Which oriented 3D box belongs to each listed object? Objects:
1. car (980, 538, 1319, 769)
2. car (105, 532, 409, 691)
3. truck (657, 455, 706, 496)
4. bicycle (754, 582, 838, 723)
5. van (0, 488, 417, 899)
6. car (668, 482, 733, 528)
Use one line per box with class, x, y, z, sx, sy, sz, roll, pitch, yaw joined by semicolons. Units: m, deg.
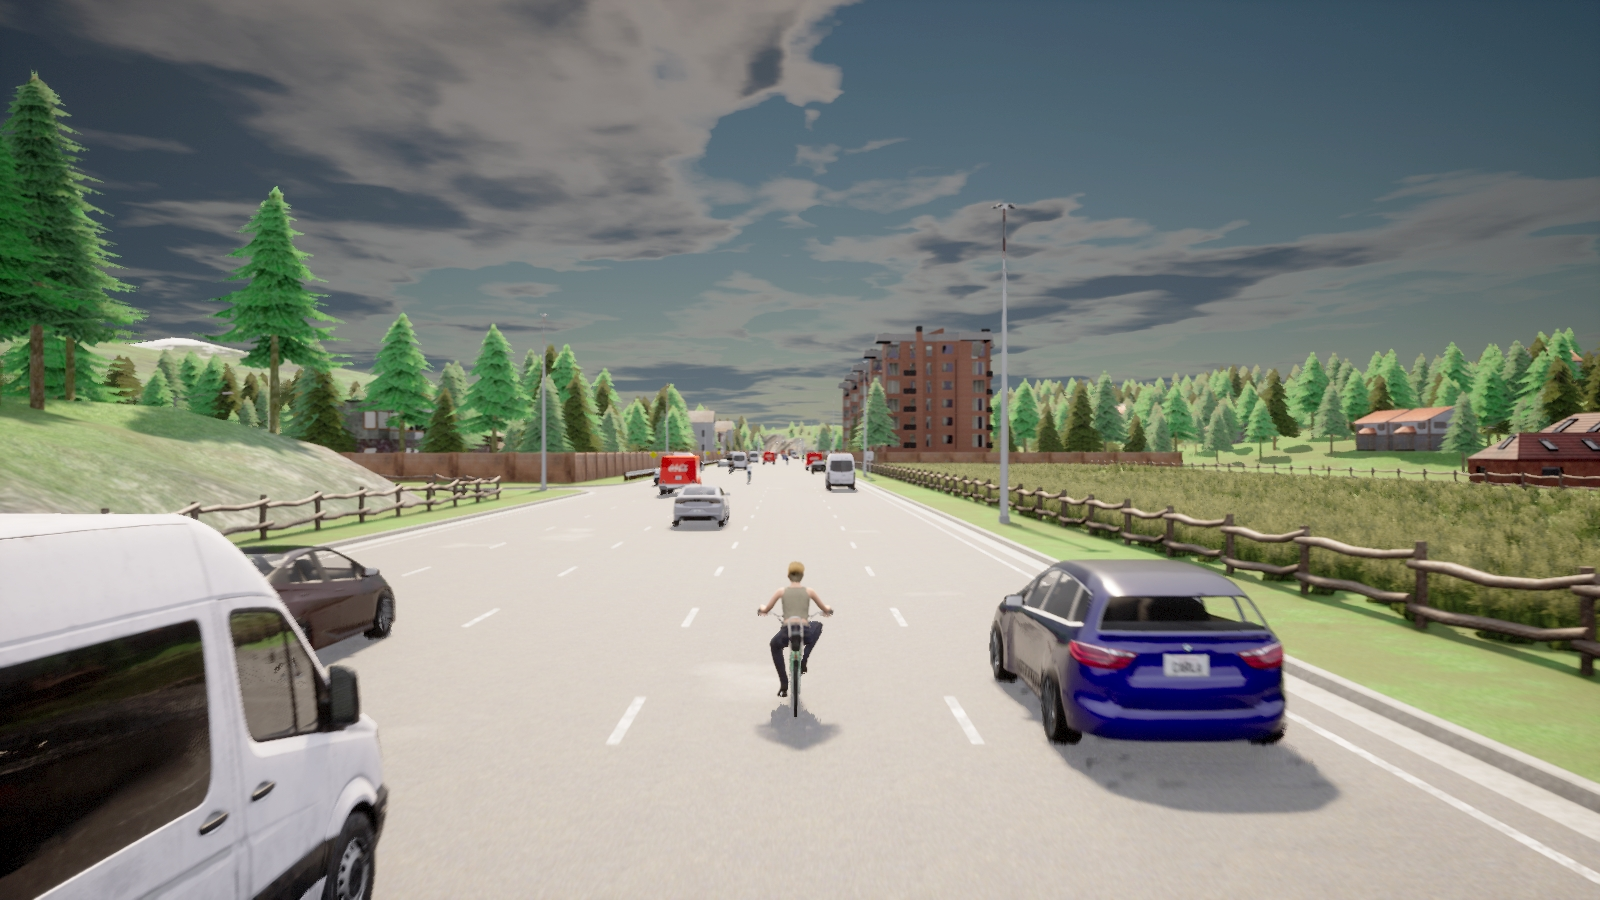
car;3.451;1.974;12.392;2.242;1.667;4.611;0;0;0
car;-7.096;2.046;15.566;2.007;1.525;4.514;0;0;0
truck;-7.518;1.598;72.933;2.627;2.467;5.204;0;0;-1
bicycle;-0.047;2.163;12.451;0.859;1.276;1.487;0;0;-1
van;-3.518;1.537;4.620;1.988;2.561;5.915;0;0;0
car;-3.730;2.051;43.732;2.097;1.535;5.006;0;0;0
